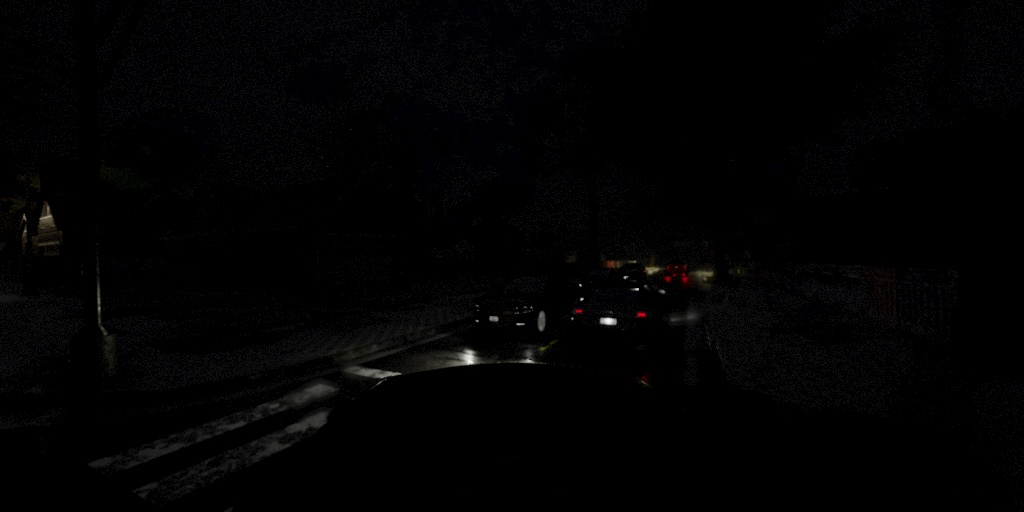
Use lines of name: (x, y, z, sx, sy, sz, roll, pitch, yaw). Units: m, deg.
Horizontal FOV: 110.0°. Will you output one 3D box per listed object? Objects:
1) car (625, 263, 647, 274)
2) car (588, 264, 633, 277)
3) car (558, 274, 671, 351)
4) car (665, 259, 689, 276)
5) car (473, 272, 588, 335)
car: (9.677, 1.324, 28.894, 1.837, 1.490, 4.892, -1, -1, 27)
car: (5.138, 1.352, 19.955, 2.033, 1.411, 5.357, -1, 0, 26)
car: (2.901, 1.323, 9.218, 1.994, 1.385, 4.181, -1, 0, 27)
car: (17.440, 1.178, 37.818, 2.097, 1.767, 4.553, -1, -1, 27)
car: (0.670, 1.283, 11.123, 1.882, 1.535, 5.008, -1, 0, 27)
